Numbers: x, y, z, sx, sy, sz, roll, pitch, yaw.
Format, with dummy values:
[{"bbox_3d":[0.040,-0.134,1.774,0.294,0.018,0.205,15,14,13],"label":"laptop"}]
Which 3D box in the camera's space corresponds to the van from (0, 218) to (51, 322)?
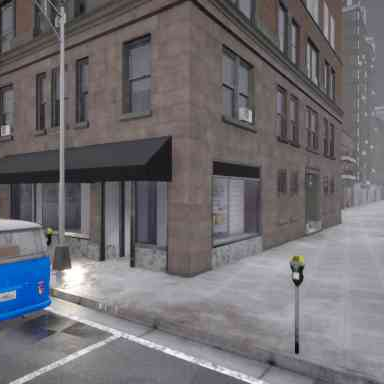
[{"bbox_3d":[-4.308,1.340,6.092,3.998,1.788,1.690,0,0,35],"label":"van"}]
